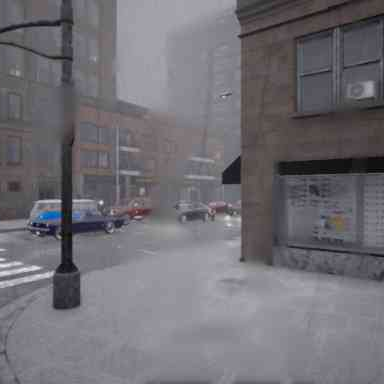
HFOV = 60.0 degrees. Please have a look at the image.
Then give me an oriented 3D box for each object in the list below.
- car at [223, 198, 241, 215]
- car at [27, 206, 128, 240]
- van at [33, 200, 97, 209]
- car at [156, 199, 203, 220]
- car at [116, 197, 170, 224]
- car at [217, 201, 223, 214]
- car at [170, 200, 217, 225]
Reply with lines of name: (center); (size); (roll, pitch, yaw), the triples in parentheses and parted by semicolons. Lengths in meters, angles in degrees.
car: (5.354, 1.377, 32.836); (2.097, 1.767, 4.553); (0, 0, 36)
car: (-5.889, 1.611, 17.332); (1.895, 1.301, 4.718); (0, 0, 37)
van: (-7.526, 1.350, 19.736); (1.690, 1.788, 3.998); (0, 0, 36)
car: (-0.971, 1.458, 28.807); (1.967, 1.590, 4.097); (0, 0, 36)
car: (-4.248, 1.329, 24.272); (2.192, 1.841, 5.009); (0, 0, 36)
car: (2.307, 1.567, 33.343); (1.887, 1.381, 4.507); (0, 0, 36)
car: (-0.418, 1.522, 24.862); (1.837, 1.490, 4.892); (0, 0, 36)
